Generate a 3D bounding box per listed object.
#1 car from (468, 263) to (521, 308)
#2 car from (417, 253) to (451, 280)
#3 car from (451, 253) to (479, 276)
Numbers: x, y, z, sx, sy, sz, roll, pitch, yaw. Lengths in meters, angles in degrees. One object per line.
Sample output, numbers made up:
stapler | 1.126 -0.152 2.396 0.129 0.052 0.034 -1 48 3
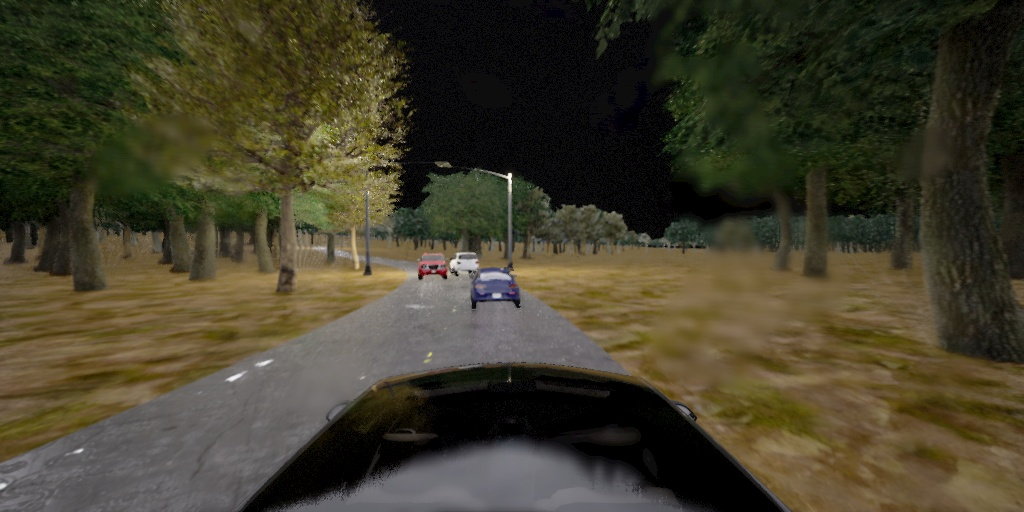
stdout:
car | -0.763 1.179 14.612 1.812 1.442 4.674 0 0 -6
car | -6.411 0.765 28.990 2.150 2.045 5.566 -1 1 -14
car | -4.483 0.712 33.346 2.150 2.045 5.566 -1 1 -16
